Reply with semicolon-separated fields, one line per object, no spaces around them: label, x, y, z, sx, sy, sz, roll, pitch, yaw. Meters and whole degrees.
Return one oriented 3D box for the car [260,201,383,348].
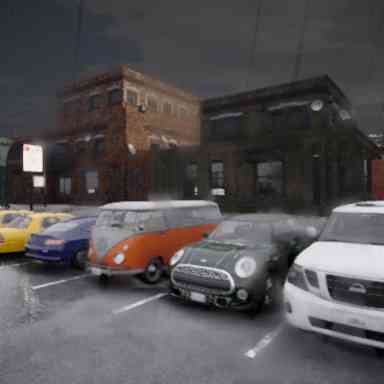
car;3.620;1.229;6.339;2.435;2.045;5.566;0;0;35

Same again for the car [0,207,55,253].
car;-5.238;1.460;12.919;1.946;1.575;5.366;0;0;36

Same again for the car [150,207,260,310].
car;1.408;1.353;7.989;2.185;1.767;4.553;0;0;36

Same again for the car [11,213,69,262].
car;-3.103;1.510;11.166;2.002;1.452;4.674;0;0;36

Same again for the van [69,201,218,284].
van;-0.923;1.249;9.470;1.878;1.987;4.442;0;0;36
